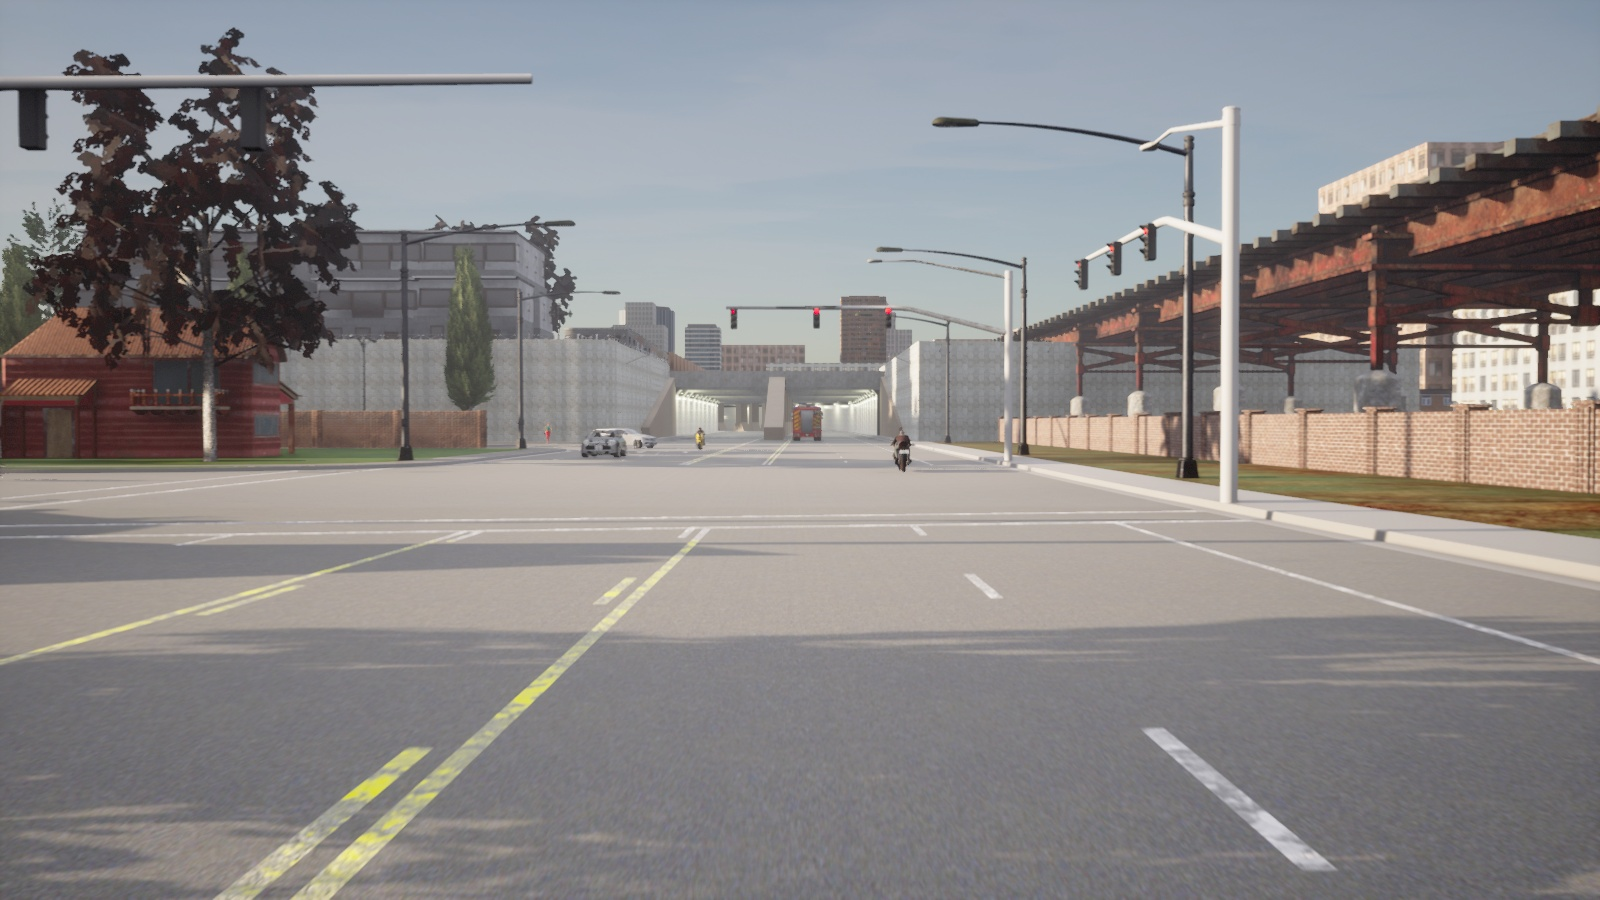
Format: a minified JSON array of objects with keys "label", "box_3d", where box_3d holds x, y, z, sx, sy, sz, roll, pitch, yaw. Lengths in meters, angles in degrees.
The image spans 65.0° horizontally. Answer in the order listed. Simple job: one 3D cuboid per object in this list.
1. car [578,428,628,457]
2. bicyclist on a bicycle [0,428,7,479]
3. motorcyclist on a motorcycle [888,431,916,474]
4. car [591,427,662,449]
[{"label":"car","box_3d":[-10.126,-0.408,64.765,1.970,1.475,3.806,0,1,0]},{"label":"bicyclist on a bicycle","box_3d":[-25.628,0.111,38.950,1.509,1.612,0.866,0,1,-1]},{"label":"motorcyclist on a motorcycle","box_3d":[3.770,0.068,46.436,0.866,1.530,2.191,0,1,0]},{"label":"car","box_3d":[-12.018,-0.830,86.918,4.674,1.442,1.812,1,1,25]}]
